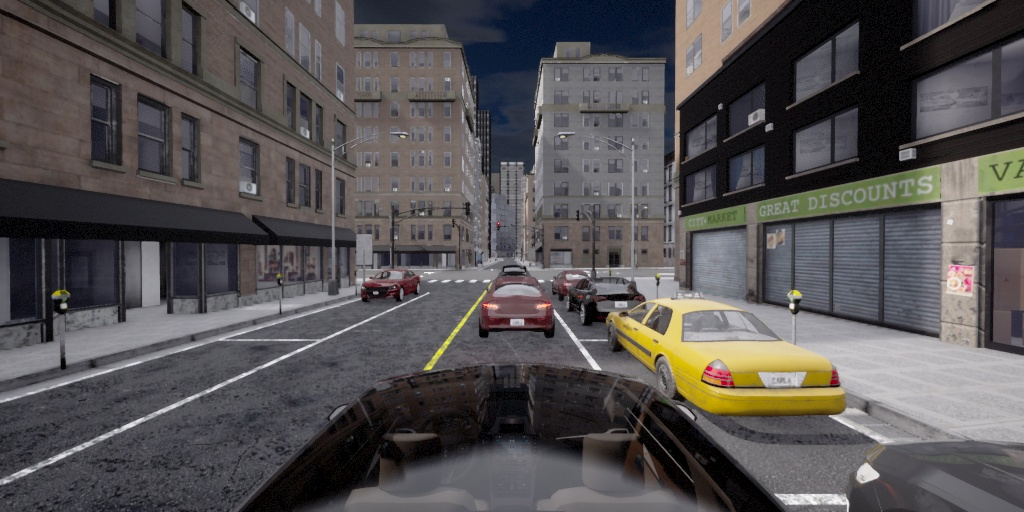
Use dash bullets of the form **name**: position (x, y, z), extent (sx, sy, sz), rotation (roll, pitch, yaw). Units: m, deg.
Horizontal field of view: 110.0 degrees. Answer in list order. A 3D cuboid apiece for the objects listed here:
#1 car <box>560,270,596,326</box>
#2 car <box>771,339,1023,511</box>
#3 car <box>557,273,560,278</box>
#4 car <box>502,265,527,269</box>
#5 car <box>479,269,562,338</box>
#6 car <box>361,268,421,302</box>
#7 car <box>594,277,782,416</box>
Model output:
- **car**: position (2.890, 1.314, 11.535), extent (1.948, 1.339, 4.313), rotation (0, 0, 0)
- **car**: position (2.871, 1.300, 0.363), extent (2.007, 1.370, 4.403), rotation (0, 0, 0)
- **car**: position (2.899, 1.328, 17.121), extent (1.802, 1.307, 4.207), rotation (0, 0, 0)
- **car**: position (0.128, 1.250, 20.380), extent (1.837, 1.490, 4.892), rotation (0, 0, 0)
- **car**: position (0.107, 1.274, 10.101), extent (1.812, 1.442, 4.674), rotation (0, 0, 0)
- **car**: position (-5.646, 1.291, 17.133), extent (1.888, 1.381, 4.507), rotation (0, 0, 0)
- **car**: position (2.881, 1.275, 6.119), extent (1.751, 1.417, 4.829), rotation (0, 0, 0)
